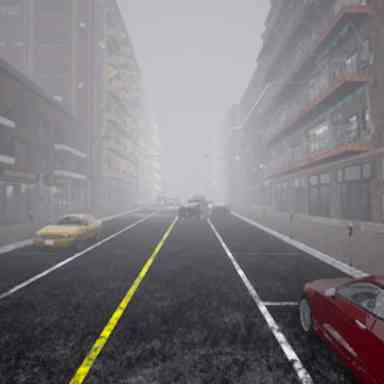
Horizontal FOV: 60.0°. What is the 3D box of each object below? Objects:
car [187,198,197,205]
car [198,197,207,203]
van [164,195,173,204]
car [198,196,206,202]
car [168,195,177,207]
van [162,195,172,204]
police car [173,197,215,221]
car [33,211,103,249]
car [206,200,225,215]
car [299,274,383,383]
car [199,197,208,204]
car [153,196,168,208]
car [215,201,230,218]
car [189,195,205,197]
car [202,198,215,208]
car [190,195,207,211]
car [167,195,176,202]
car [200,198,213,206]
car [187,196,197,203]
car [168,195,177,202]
[{"bbox_3d":[0.000,1.822,63.846,1.994,1.385,4.181,0,0,0],"label":"car"},{"bbox_3d":[2.583,1.910,81.240,1.887,1.381,4.507,1,0,0],"label":"car"},{"bbox_3d":[-5.292,1.670,75.773,1.690,1.788,3.998,1,0,0],"label":"van"},{"bbox_3d":[2.593,1.843,86.773,1.967,1.590,4.097,1,0,0],"label":"car"},{"bbox_3d":[-2.811,1.748,57.214,1.812,1.442,4.674,0,0,0],"label":"car"},{"bbox_3d":[-5.291,1.635,70.241,1.690,1.788,3.998,2,0,0],"label":"van"},{"bbox_3d":[0.276,1.514,28.515,1.930,1.638,5.238,0,0,15],"label":"police car"},{"bbox_3d":[-5.294,1.566,14.773,1.752,1.417,4.829,2,0,0],"label":"car"},{"bbox_3d":[2.585,1.650,37.167,1.752,1.417,4.829,1,0,0],"label":"car"},{"bbox_3d":[2.585,1.592,3.816,1.802,1.307,4.206,1,0,0],"label":"car"},{"bbox_3d":[2.583,1.874,75.711,1.887,1.381,4.507,1,0,0],"label":"car"},{"bbox_3d":[-5.296,1.729,53.480,1.752,1.417,4.829,2,0,0],"label":"car"},{"bbox_3d":[2.584,1.645,31.465,1.887,1.381,4.507,1,0,0],"label":"car"},{"bbox_3d":[0.688,1.480,38.059,2.097,1.767,4.553,0,0,-3],"label":"car"},{"bbox_3d":[2.584,1.749,53.587,1.887,1.381,4.507,1,0,0],"label":"car"},{"bbox_3d":[0.825,1.381,44.169,2.150,2.045,5.566,0,0,0],"label":"car"},{"bbox_3d":[-5.292,1.718,86.834,2.192,1.841,5.009,1,0,0],"label":"car"},{"bbox_3d":[2.583,1.783,59.119,2.008,1.369,4.403,1,0,0],"label":"car"},{"bbox_3d":[0.000,1.747,78.854,2.128,1.511,4.902,0,0,0],"label":"car"},{"bbox_3d":[-5.292,1.756,92.364,2.192,1.841,5.009,1,0,0],"label":"car"}]
